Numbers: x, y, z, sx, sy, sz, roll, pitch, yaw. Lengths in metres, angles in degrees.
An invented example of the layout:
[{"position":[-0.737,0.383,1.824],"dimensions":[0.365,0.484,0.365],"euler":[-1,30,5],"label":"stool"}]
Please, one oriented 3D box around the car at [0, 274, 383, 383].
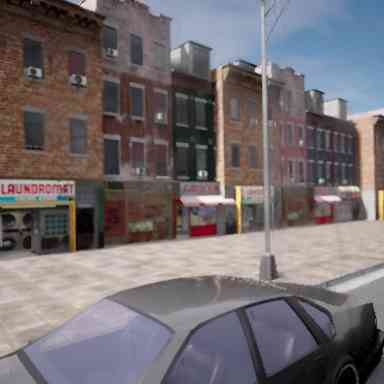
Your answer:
[{"position":[-0.085,1.614,3.055],"dimensions":[5.357,1.411,2.033],"euler":[0,-1,-41],"label":"car"}]
